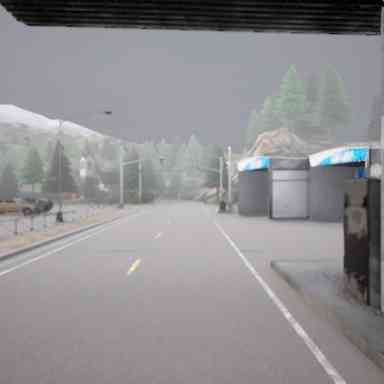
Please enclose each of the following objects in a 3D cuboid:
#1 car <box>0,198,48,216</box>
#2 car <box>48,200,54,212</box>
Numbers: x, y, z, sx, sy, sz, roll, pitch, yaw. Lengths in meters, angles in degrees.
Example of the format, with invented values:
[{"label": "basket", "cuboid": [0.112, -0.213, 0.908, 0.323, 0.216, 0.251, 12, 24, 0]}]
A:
[{"label": "car", "cuboid": [-16.436, 1.336, 30.631, 5.027, 1.636, 2.152, 0, 0, -1]}, {"label": "car", "cuboid": [-16.506, 1.346, 33.768, 4.514, 1.523, 2.007, 0, 0, -1]}]
